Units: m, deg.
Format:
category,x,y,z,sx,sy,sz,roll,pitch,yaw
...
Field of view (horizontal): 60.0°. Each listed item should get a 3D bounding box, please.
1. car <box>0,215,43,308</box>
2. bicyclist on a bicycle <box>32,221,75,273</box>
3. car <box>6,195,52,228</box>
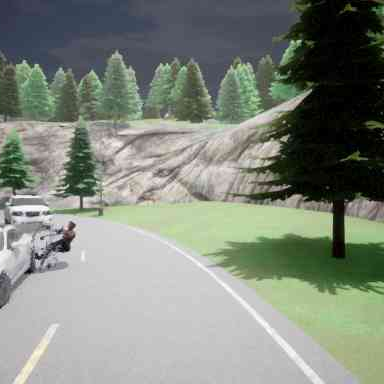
category,x,y,z,sx,sy,sz,roll,pitch,yaw
car,-4.937,1.521,7.743,1.812,1.442,4.674,0,0,-15
bicyclist on a bicycle,-3.951,1.478,9.691,0.582,1.656,1.620,9,28,17
car,-10.337,1.223,20.862,2.150,2.045,5.566,0,0,-33
